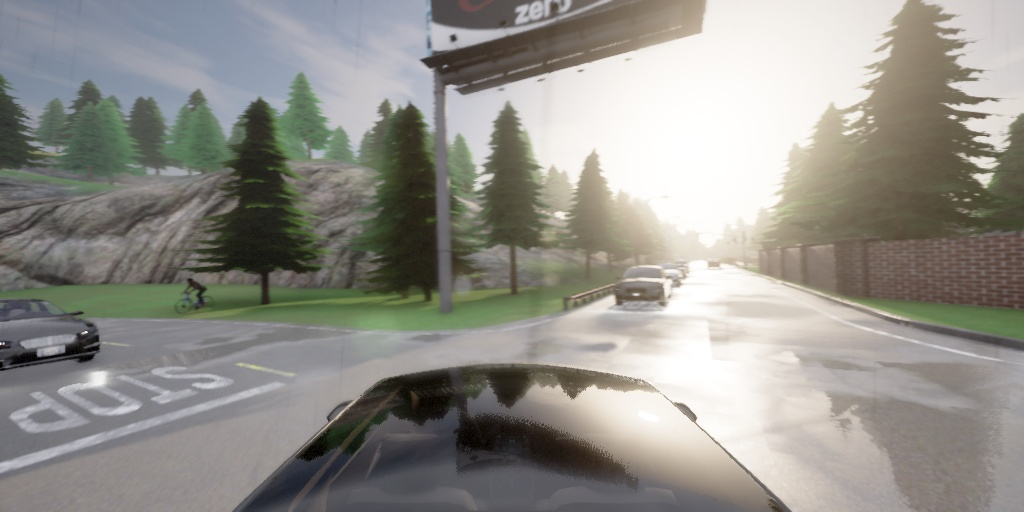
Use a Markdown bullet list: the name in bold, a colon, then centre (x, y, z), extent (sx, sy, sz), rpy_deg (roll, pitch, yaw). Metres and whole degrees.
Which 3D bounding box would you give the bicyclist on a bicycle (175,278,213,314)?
- **bicyclist on a bicycle**: centre (-15.114, 1.848, 17.057), extent (0.582, 1.620, 1.656), rpy_deg (0, 2, 15)

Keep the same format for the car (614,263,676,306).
- **car**: centre (5.603, 1.171, 15.124), extent (1.837, 1.490, 4.892), rpy_deg (-2, -2, 28)

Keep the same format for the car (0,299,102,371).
- **car**: centre (-11.569, 1.735, 8.093), extent (4.902, 1.511, 2.128), rpy_deg (-2, -1, 21)

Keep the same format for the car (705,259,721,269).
- **car**: centre (29.768, 1.113, 53.012), extent (1.882, 1.535, 5.008), rpy_deg (-2, -1, 28)

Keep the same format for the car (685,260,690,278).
- **car**: centre (14.870, 1.312, 32.678), extent (1.895, 1.301, 4.718), rpy_deg (-2, -1, 28)

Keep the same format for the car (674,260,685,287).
- **car**: centre (10.358, 1.214, 24.126), extent (1.812, 1.442, 4.674), rpy_deg (-2, -1, 28)
